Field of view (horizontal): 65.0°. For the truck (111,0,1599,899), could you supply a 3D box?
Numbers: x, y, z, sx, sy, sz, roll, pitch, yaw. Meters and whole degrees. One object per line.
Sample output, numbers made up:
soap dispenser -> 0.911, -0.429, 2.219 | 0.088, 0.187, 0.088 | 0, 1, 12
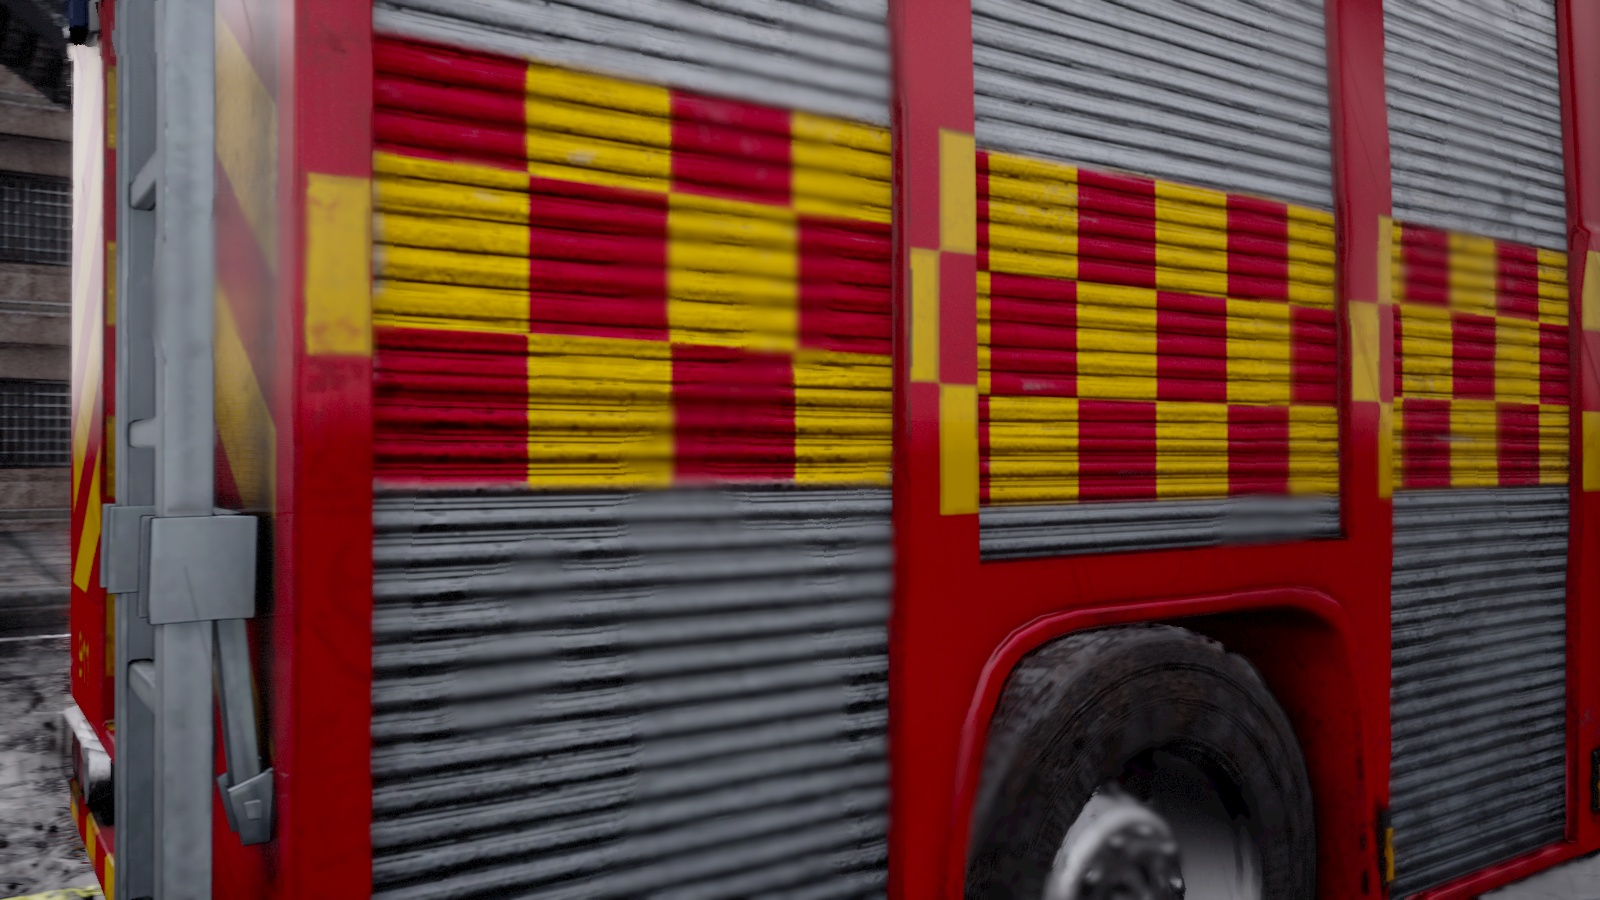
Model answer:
truck -> 2.148, -0.412, 5.160 | 8.468, 3.827, 2.891 | 0, 0, -35
